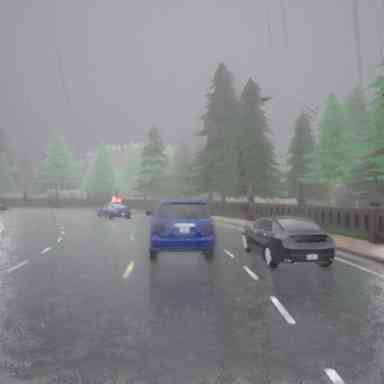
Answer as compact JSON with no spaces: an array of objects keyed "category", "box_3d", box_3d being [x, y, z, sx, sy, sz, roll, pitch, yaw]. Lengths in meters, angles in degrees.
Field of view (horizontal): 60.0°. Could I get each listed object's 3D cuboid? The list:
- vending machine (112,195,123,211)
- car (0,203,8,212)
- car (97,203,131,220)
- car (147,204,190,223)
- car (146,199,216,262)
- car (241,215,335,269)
[{"category":"vending machine","box_3d":[-9.879,1.426,43.912,0.880,2.100,1.100,0,0,40]},{"category":"car","box_3d":[-24.480,1.688,40.108,5.008,1.535,1.882,0,-1,25]},{"category":"car","box_3d":[-6.927,1.680,29.441,1.812,1.442,4.674,0,0,-33]},{"category":"car","box_3d":[-2.062,1.749,28.117,1.895,1.301,4.718,0,0,-28]},{"category":"car","box_3d":[-0.558,1.285,12.705,2.150,2.045,5.566,0,-1,-7]},{"category":"car","box_3d":[3.048,1.563,11.456,1.837,1.490,4.892,0,-1,-5]}]
